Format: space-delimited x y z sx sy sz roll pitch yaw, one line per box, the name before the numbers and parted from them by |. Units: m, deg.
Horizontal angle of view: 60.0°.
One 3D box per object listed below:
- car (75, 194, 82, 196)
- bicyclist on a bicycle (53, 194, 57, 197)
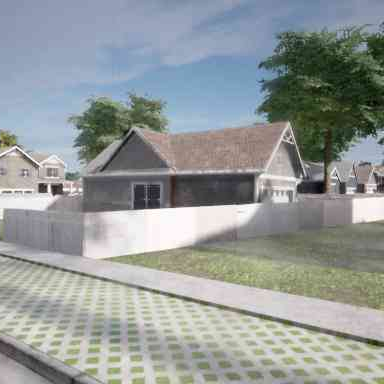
car | -11.769 0.997 38.582 2.097 1.767 4.553 1 1 34
bicyclist on a bicycle | -13.011 1.030 31.524 1.656 1.620 0.582 0 1 34
